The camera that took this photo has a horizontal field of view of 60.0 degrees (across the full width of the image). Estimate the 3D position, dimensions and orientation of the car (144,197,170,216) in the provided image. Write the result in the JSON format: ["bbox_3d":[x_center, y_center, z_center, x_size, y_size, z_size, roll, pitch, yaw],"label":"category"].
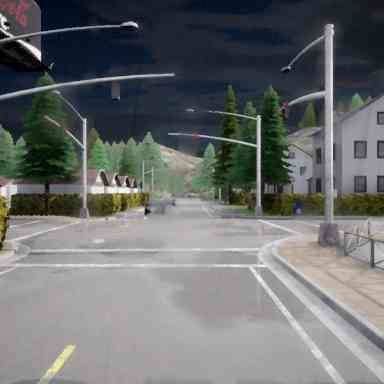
[{"bbox_3d":[-3.558,1.491,32.440,2.128,1.511,4.902,0,0,-1],"label":"car"}]

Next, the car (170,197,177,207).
[{"bbox_3d":[-3.566,1.525,52.228,1.812,1.442,4.674,0,0,0],"label":"car"}]
